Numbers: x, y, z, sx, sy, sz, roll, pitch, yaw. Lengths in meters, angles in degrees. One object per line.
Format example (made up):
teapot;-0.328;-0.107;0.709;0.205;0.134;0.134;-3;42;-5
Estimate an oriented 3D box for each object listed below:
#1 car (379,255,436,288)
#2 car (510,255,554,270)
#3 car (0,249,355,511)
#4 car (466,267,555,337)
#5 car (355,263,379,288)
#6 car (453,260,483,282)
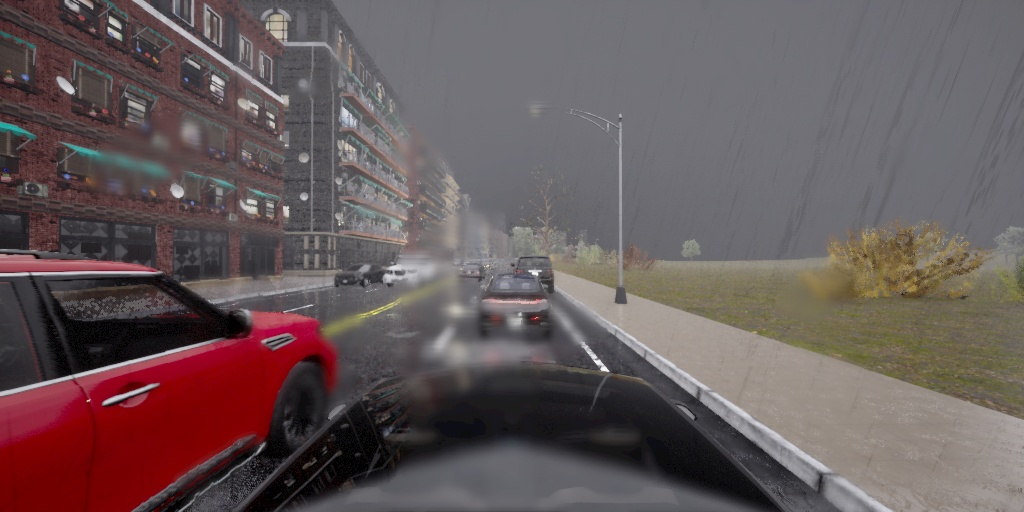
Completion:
car;-6.614;0.974;23.958;2.150;2.045;5.566;0;0;0
car;1.125;0.977;20.199;2.150;2.045;5.566;0;0;0
car;-3.151;0.971;1.889;2.150;2.045;5.566;0;0;0
car;0.094;1.243;10.329;2.128;1.511;4.902;0;0;0
car;-9.865;1.230;23.704;1.882;1.535;5.008;0;0;0
car;-3.174;1.298;29.192;2.033;1.411;5.357;0;0;0
